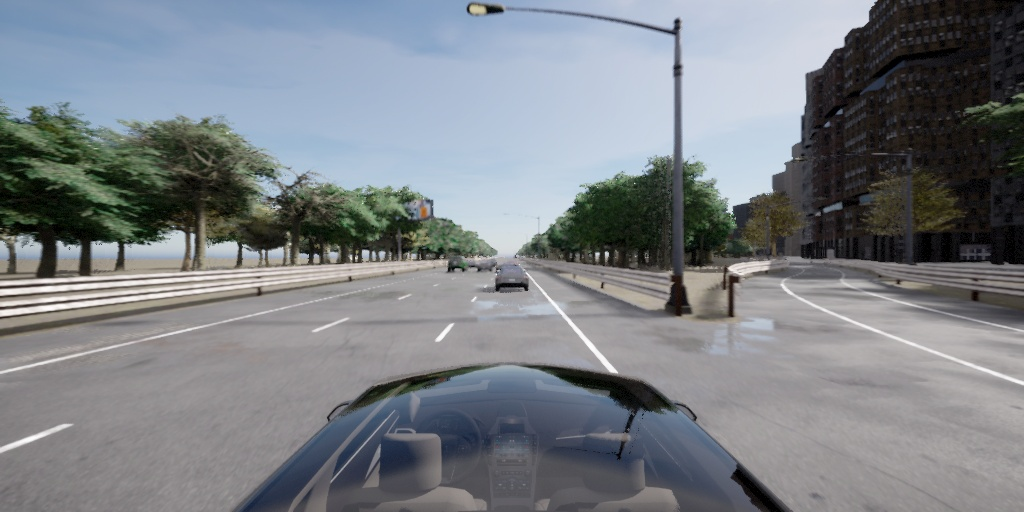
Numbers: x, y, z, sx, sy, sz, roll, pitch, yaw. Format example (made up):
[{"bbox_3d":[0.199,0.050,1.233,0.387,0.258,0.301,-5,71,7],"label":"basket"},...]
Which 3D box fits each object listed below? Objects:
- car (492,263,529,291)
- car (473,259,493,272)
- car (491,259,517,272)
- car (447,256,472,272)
[{"bbox_3d":[-0.001,1.325,22.233,1.994,1.385,4.181,0,0,0],"label":"car"},{"bbox_3d":[-3.498,1.314,47.270,2.128,1.511,4.902,0,0,0],"label":"car"},{"bbox_3d":[-0.438,1.376,43.084,1.994,1.385,4.181,0,0,21],"label":"car"},{"bbox_3d":[-7.001,1.043,46.856,2.150,2.045,5.566,0,0,0],"label":"car"}]
